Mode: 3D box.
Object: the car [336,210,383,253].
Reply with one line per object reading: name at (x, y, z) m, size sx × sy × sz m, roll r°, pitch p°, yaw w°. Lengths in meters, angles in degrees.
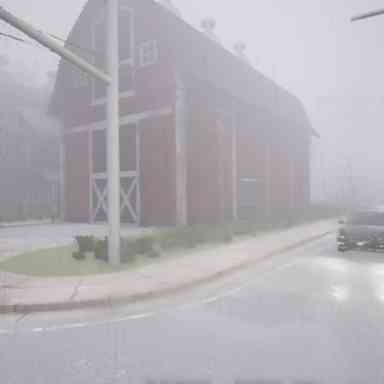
car at (7.128, 1.499, 13.211) m, size 1.837 × 1.490 × 4.892 m, roll -1°, pitch 0°, yaw 37°
